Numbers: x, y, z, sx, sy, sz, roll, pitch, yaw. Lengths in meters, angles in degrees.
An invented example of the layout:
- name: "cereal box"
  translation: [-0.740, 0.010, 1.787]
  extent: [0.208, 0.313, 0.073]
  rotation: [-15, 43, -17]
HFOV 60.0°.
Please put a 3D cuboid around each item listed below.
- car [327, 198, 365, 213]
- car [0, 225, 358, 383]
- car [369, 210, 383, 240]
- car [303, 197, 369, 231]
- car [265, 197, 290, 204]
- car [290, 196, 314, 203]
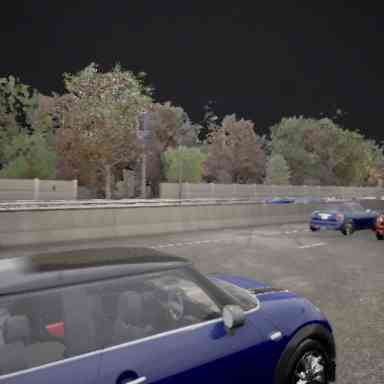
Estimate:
- name: "car"
  translation: [17.650, 1.490, 38.049]
  extent: [4.892, 1.490, 1.837]
  rotation: [0, 0, -35]
- name: "car"
  translation: [-0.565, 1.351, 3.345]
  extent: [4.553, 1.767, 2.097]
  rotation: [0, 0, -35]
- name: "car"
  translation: [10.631, 1.337, 15.627]
  extent: [4.553, 1.767, 2.097]
  rotation: [0, 0, -35]
- name: "car"
  translation: [8.622, 1.337, 18.493]
  extent: [4.553, 1.767, 2.097]
  rotation: [0, 0, -35]
- name: "car"
  translation: [12.504, 1.464, 47.264]
  extent: [5.008, 1.535, 1.882]
  rotation: [0, 0, -35]
- name: "car"
  translation: [16.154, 1.339, 45.563]
  extent: [4.553, 1.767, 2.097]
  rotation: [0, 0, -35]
